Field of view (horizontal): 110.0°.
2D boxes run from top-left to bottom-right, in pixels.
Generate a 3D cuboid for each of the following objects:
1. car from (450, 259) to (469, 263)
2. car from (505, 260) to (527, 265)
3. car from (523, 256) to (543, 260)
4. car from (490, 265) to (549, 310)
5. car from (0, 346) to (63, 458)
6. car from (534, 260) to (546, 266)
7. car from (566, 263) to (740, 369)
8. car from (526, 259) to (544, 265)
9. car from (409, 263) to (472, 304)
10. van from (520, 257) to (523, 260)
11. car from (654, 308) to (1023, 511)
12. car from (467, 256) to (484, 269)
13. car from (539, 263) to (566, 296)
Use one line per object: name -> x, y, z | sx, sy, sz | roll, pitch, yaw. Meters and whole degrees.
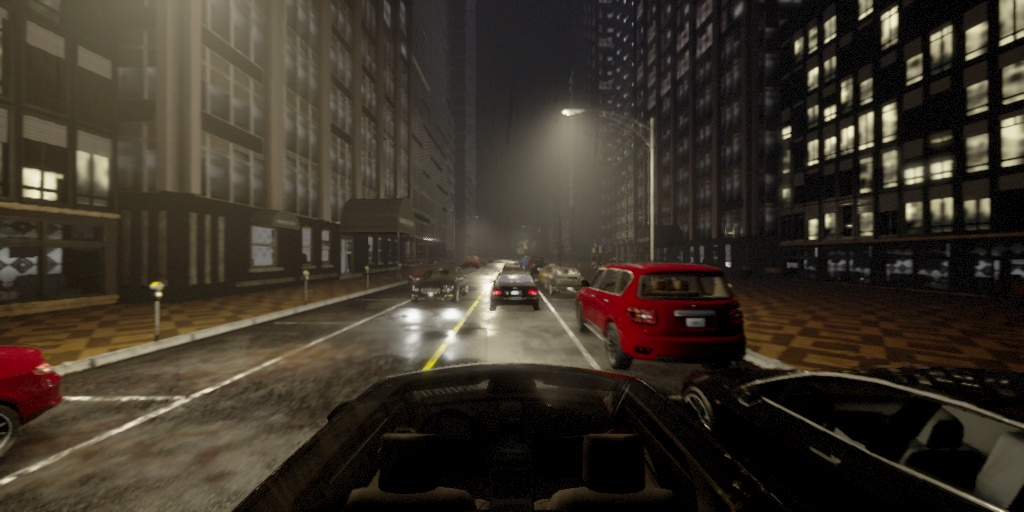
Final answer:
car -> -5.699, 1.252, 35.345 | 1.802, 1.307, 4.207 | 0, 0, 0
car -> 0.092, 1.278, 32.340 | 1.895, 1.301, 4.718 | 0, 0, 0
car -> 2.680, 0.971, 40.887 | 2.192, 1.841, 5.009 | 0, 0, 0
car -> 0.098, 1.267, 14.399 | 2.033, 1.411, 5.357 | 0, 0, 0
car -> -5.689, 1.331, 2.109 | 1.802, 1.307, 4.207 | 0, 0, 0
car -> 2.685, 1.222, 24.439 | 1.751, 1.417, 4.829 | 0, 0, 0
car -> 2.690, 1.051, 7.652 | 2.192, 1.841, 5.009 | 0, 0, 0
car -> 2.681, 1.236, 35.348 | 1.948, 1.339, 4.313 | 0, 0, 0
car -> -3.100, 1.221, 16.092 | 1.837, 1.490, 4.892 | 0, 0, 0
van -> 2.673, 0.943, 63.044 | 1.690, 1.789, 3.998 | 0, 0, 0
car -> 2.691, 1.315, 2.112 | 1.948, 1.339, 4.313 | 0, 0, 0
car -> -5.704, 0.944, 51.963 | 2.192, 1.841, 5.009 | 0, 0, 0
car -> 2.686, 1.260, 18.730 | 2.007, 1.370, 4.403 | 0, 0, 0
